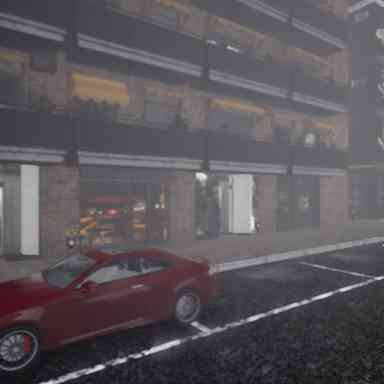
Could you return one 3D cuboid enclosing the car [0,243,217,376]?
[{"bbox_3d":[-1.468,1.575,5.511,4.206,1.307,1.802,0,0,-35],"label":"car"}]
